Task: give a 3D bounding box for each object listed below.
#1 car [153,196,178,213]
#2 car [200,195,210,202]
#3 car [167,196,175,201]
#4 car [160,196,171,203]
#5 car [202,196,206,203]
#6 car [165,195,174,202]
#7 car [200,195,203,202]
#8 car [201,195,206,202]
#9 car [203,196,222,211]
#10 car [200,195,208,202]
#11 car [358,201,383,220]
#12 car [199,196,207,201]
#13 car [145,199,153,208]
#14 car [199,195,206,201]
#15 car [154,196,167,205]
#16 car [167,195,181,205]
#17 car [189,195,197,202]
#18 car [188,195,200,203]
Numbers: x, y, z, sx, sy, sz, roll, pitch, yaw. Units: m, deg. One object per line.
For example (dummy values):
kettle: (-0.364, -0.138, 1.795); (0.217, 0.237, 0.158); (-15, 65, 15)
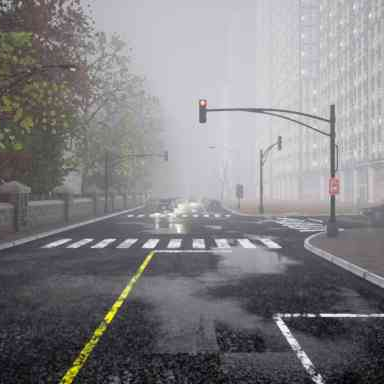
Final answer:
car: (-3.002, 1.523, 38.252); (1.837, 1.490, 4.892); (0, 0, 0)
car: (2.883, 1.502, 75.351); (1.967, 1.590, 4.097); (0, 0, 0)
car: (-5.469, 1.626, 86.637); (1.887, 1.381, 4.507); (0, 0, 0)
car: (-5.512, 1.578, 69.571); (1.752, 1.417, 4.829); (0, 0, 0)
car: (2.811, 1.592, 47.189); (1.947, 1.339, 4.313); (0, 0, 0)
car: (-5.483, 1.511, 81.004); (1.967, 1.590, 4.097); (0, 0, 0)
car: (2.869, 1.598, 69.720); (1.887, 1.381, 4.507); (0, 0, 0)
car: (2.825, 1.597, 52.822); (1.947, 1.339, 4.313); (0, 0, 0)
car: (2.796, 1.587, 41.556); (1.947, 1.339, 4.313); (0, 0, 0)
car: (2.898, 1.511, 80.983); (1.967, 1.590, 4.097); (0, 0, 0)
car: (14.870, 1.262, 24.737); (4.674, 1.442, 1.812); (-1, 0, 0)
car: (2.911, 1.632, 86.615); (2.008, 1.369, 4.403); (0, 0, 0)
car: (-5.570, 1.608, 47.210); (1.802, 1.307, 4.206); (0, 0, 0)
car: (2.926, 1.642, 92.247); (2.008, 1.369, 4.403); (0, 0, 0)
car: (-5.540, 1.478, 58.476); (1.967, 1.590, 4.097); (0, 0, 0)
car: (-2.972, 1.532, 48.643); (1.837, 1.490, 4.892); (0, 0, 0)
car: (0.200, 1.442, 78.849); (1.837, 1.490, 4.892); (0, 0, 0)
car: (0.174, 1.653, 68.879); (1.895, 1.301, 4.718); (0, 0, 0)
